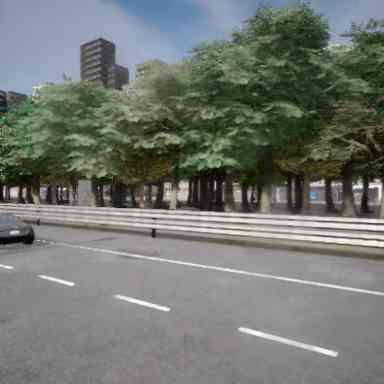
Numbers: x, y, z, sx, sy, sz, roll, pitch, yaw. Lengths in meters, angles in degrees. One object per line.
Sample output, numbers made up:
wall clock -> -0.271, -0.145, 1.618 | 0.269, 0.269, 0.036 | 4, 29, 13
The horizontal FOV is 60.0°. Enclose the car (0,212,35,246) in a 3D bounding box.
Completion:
car -> -8.634, 1.571, 14.331 | 4.181, 1.385, 1.994 | 0, 0, 36
